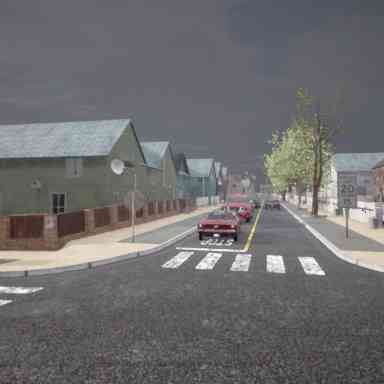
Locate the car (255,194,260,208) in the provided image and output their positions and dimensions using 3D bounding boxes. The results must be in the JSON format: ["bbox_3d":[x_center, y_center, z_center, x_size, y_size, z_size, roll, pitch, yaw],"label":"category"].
[{"bbox_3d":[8.247,1.230,46.496,2.150,2.045,5.566,0,0,17],"label":"car"}]

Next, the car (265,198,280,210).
[{"bbox_3d":[10.578,1.502,43.760,2.128,1.511,4.902,0,0,13],"label":"car"}]

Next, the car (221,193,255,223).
[{"bbox_3d":[3.632,1.229,26.435,2.150,2.045,5.566,0,0,13],"label":"car"}]

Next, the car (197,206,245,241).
[{"bbox_3d":[1.515,1.606,16.917,1.895,1.301,4.718,0,0,11],"label":"car"}]

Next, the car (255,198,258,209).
[{"bbox_3d":[5.836,1.610,36.149,1.895,1.301,4.718,0,0,13],"label":"car"}]
